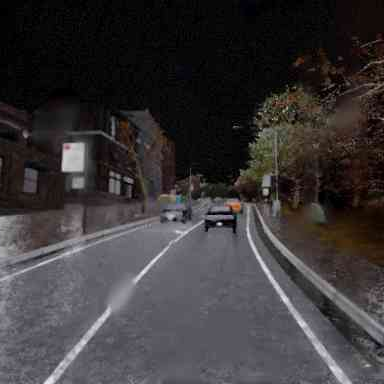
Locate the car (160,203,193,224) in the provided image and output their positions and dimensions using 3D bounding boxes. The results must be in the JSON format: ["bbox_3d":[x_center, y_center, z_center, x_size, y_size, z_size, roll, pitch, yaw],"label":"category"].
[{"bbox_3d":[-1.130,1.598,25.708,2.128,1.511,4.902,-1,0,9],"label":"car"}]

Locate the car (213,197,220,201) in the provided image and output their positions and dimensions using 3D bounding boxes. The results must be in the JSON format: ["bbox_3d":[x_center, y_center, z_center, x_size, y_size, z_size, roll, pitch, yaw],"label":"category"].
[{"bbox_3d":[5.227,1.756,66.561,1.994,1.385,4.181,0,0,1],"label":"car"}]

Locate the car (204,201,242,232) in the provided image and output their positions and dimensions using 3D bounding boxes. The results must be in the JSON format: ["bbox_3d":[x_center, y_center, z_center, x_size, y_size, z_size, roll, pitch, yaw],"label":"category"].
[{"bbox_3d":[1.857,1.537,20.591,2.128,1.511,4.902,-1,0,8],"label":"car"}]

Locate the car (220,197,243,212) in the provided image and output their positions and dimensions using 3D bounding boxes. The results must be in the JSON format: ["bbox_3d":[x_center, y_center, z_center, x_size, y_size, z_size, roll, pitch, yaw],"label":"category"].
[{"bbox_3d":[4.740,1.444,38.077,2.097,1.767,4.553,-1,0,10],"label":"car"}]
